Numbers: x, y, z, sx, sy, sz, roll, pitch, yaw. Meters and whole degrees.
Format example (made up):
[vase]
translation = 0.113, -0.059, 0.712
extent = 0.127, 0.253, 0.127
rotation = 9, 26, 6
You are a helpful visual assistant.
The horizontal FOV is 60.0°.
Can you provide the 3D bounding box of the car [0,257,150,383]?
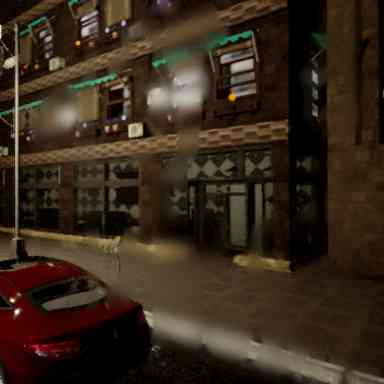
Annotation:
[car]
translation = -2.436, 1.583, 4.615
extent = 4.206, 1.307, 1.802
rotation = 0, 0, 36
